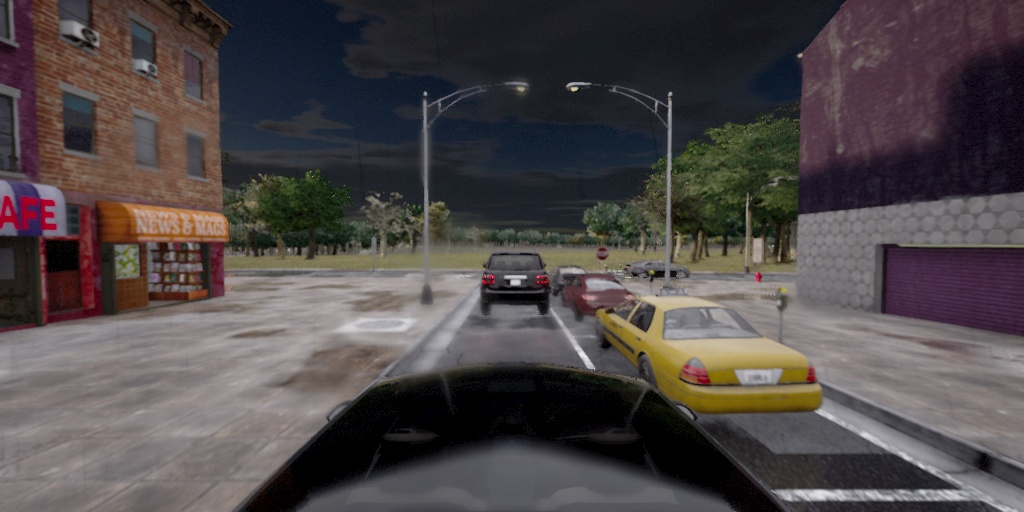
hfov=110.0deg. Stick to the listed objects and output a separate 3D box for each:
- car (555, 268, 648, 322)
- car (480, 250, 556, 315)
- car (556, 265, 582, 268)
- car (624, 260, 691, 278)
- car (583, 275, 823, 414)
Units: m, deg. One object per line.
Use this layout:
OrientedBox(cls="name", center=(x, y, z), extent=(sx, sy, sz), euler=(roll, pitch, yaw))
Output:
OrientedBox(cls="car", center=(2.636, 1.200, 11.495), extent=(1.802, 1.307, 4.207), euler=(0, 0, 0))
OrientedBox(cls="car", center=(0.095, 0.819, 12.953), extent=(2.150, 2.045, 5.566), euler=(0, 1, 0))
OrientedBox(cls="car", center=(2.636, 1.094, 17.027), extent=(2.007, 1.370, 4.403), euler=(0, 0, 0))
OrientedBox(cls="car", center=(11.001, 1.052, 27.262), extent=(4.902, 1.511, 2.128), euler=(0, 2, -2))
OrientedBox(cls="car", center=(2.636, 1.218, 6.133), extent=(1.751, 1.417, 4.829), euler=(0, 0, 0))
